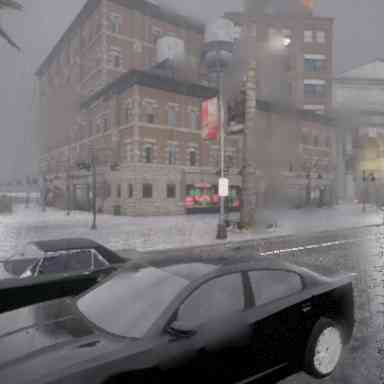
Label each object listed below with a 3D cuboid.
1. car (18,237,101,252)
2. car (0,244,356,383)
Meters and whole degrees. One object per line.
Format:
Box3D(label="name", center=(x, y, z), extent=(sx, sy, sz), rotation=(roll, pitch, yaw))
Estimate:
Box3D(label="car", center=(-2.810, 1.603, 6.285), extent=(4.718, 1.301, 1.895), rotation=(0, 0, -35))
Box3D(label="car", center=(-0.068, 1.482, 3.938), extent=(5.008, 1.535, 1.882), rotation=(0, 0, -35))
